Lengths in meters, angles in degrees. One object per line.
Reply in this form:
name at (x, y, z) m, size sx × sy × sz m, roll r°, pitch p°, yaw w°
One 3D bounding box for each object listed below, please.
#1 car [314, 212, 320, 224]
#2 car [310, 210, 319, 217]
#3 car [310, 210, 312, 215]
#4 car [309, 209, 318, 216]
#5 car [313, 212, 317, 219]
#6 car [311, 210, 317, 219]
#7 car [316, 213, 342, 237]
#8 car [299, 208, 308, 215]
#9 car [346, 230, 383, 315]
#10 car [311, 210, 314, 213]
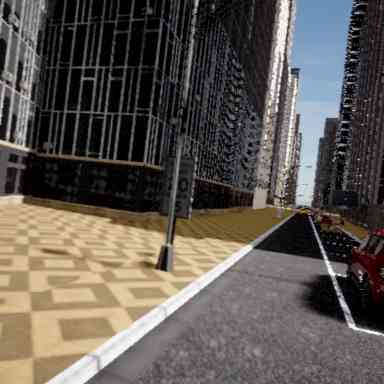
car at (14.018, 3.242, 34.585) m, size 1.887 × 1.381 × 4.507 m, roll 7°, pitch 0°, yaw 19°
car at (30.160, 5.171, 82.008) m, size 1.752 × 1.417 × 4.829 m, roll 7°, pitch 0°, yaw 19°
car at (22.954, 4.323, 60.841) m, size 1.887 × 1.381 × 4.507 m, roll 7°, pitch 0°, yaw 19°
car at (31.890, 5.405, 87.098) m, size 2.008 × 1.369 × 4.403 m, roll 7°, pitch 0°, yaw 19°
car at (15.801, 3.495, 39.836) m, size 1.802 × 1.307 × 4.206 m, roll 7°, pitch 0°, yaw 19°
car at (17.592, 3.681, 45.088) m, size 2.008 × 1.369 × 4.403 m, roll 7°, pitch 0°, yaw 19°
car at (12.288, 3.012, 29.495) m, size 1.752 × 1.417 × 4.829 m, roll 7°, pitch 0°, yaw 19°
car at (28.068, 4.876, 83.755) m, size 1.882 × 1.535 × 5.008 m, roll 7°, pitch 0°, yaw 19°
car at (5.306, 1.952, 8.507) m, size 2.192 × 1.841 × 5.009 m, roll 7°, pitch 0°, yaw 19°
car at (19.437, 3.878, 50.499) m, size 1.752 × 1.417 × 4.829 m, roll 7°, pitch 0°, yaw 19°
